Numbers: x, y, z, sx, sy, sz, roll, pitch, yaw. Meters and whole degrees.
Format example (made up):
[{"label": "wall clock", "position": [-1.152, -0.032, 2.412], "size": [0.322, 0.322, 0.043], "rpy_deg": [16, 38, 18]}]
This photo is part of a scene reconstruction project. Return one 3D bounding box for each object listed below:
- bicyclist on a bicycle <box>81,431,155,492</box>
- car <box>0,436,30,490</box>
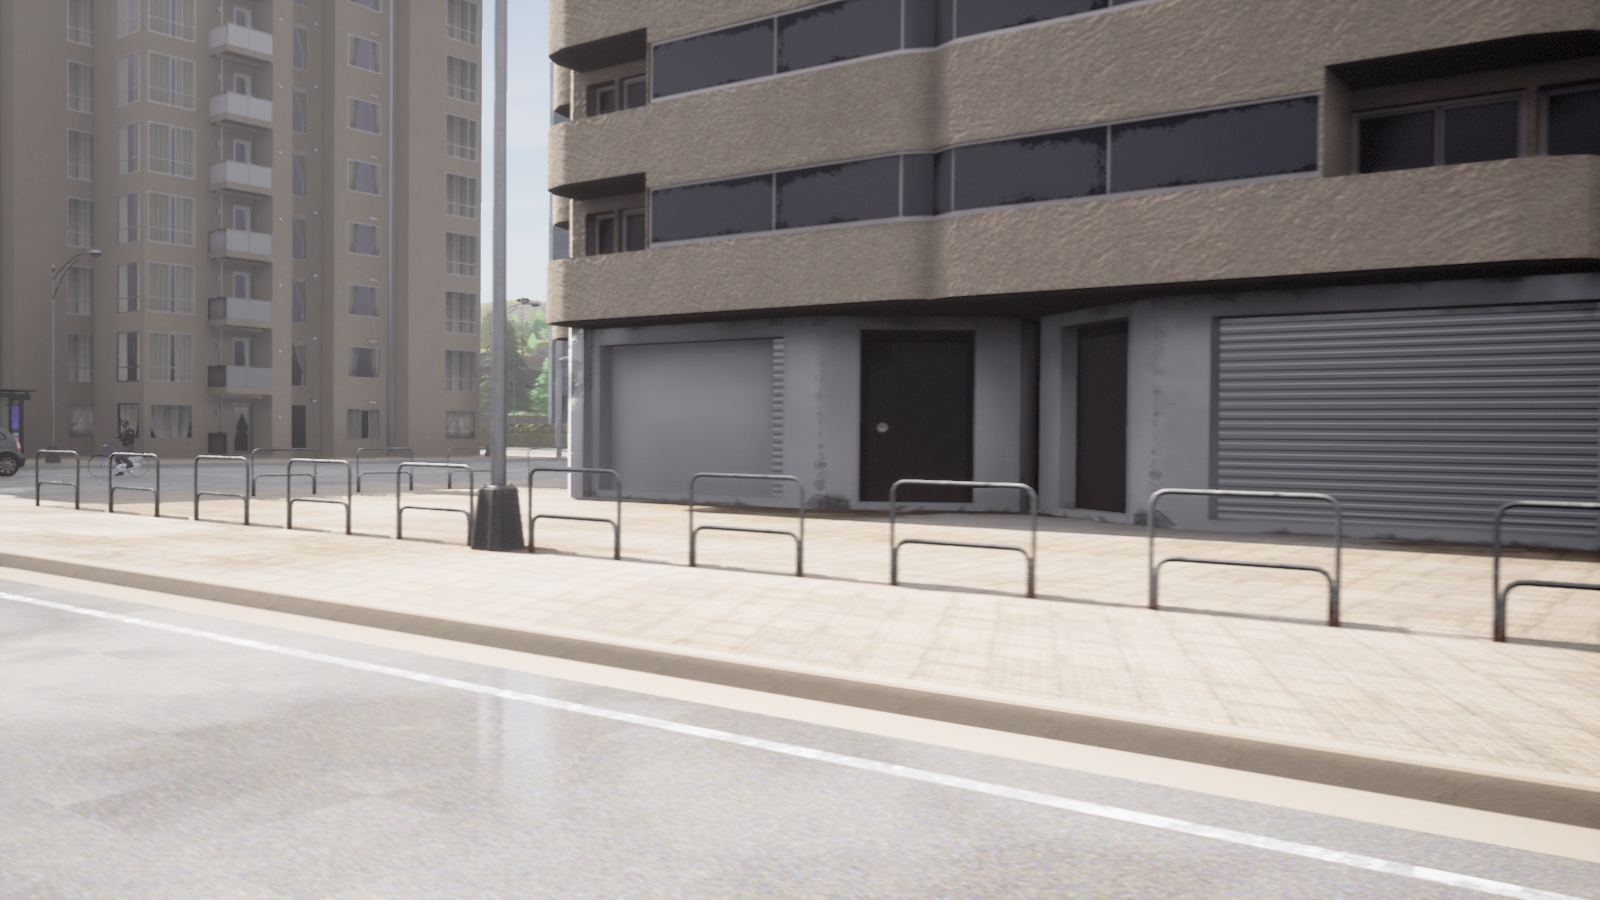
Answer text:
[{"label": "bicyclist on a bicycle", "position": [-20.546, 0.331, 37.860], "size": [0.659, 1.776, 1.843], "rpy_deg": [0, 1, 35]}, {"label": "car", "position": [-25.349, 0.412, 37.120], "size": [1.851, 1.617, 3.988], "rpy_deg": [0, 1, 36]}]
